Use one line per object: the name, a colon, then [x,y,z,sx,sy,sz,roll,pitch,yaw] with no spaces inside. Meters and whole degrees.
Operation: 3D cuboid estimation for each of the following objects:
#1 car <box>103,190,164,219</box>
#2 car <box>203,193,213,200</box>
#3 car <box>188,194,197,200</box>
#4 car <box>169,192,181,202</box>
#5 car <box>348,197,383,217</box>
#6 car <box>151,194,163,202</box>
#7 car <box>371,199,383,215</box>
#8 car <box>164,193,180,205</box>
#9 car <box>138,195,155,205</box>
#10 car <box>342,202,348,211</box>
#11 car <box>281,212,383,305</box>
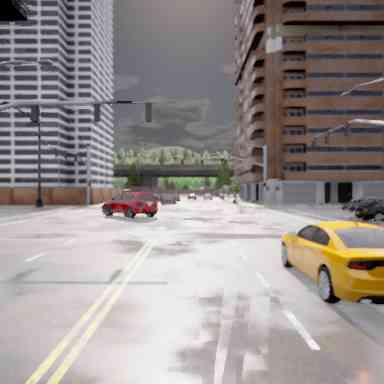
car: [-5.191,1.063,27.561,5.566,2.045,2.150,0,0,45]
car: [3.555,1.020,74.474,1.812,1.442,4.674,0,0,0]
car: [0.055,1.050,74.475,1.994,1.385,4.181,0,0,0]
car: [-3.458,0.967,67.248,2.097,1.767,4.553,0,0,0]
car: [14.341,1.340,23.834,5.008,1.535,1.882,0,0,-1]
car: [-6.959,1.175,66.809,1.994,1.385,4.181,0,0,0]
car: [19.459,1.348,30.899,4.674,1.442,1.812,0,0,1]
car: [-3.525,1.051,52.397,2.097,1.767,4.553,0,0,0]
car: [-7.027,1.249,51.878,2.033,1.411,5.357,0,0,0]
car: [18.102,1.305,34.411,4.892,1.490,1.837,-1,0,1]
car: [3.578,1.431,8.081,1.882,1.535,5.008,0,0,0]
